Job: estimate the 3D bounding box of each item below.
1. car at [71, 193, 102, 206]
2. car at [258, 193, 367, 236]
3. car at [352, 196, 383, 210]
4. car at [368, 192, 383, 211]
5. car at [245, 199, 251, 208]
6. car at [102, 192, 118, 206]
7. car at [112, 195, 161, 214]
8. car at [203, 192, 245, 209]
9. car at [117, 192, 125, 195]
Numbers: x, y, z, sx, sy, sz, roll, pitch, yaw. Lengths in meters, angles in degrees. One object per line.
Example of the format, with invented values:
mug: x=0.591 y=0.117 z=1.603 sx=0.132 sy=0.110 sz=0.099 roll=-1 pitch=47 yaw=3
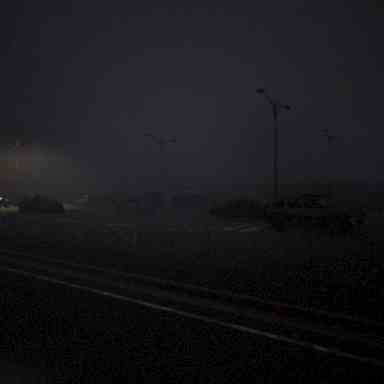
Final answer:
car: x=-14.392 y=1.197 z=44.513 sx=3.806 sy=1.475 sz=1.970 roll=0 pitch=0 yaw=34
car: x=6.003 y=1.062 z=16.754 sx=4.605 sy=1.855 sz=1.932 roll=0 pitch=0 yaw=34
car: x=20.392 y=1.183 z=37.702 sx=3.806 sy=1.475 sz=1.970 roll=0 pitch=0 yaw=34
car: x=18.746 y=0.957 z=35.319 sx=3.866 sy=1.878 sz=1.905 roll=0 pitch=0 yaw=34
car: x=5.973 y=1.123 z=47.560 sx=3.905 sy=1.438 sz=1.784 roll=0 pitch=0 yaw=34
car: x=-12.754 y=1.152 z=46.900 sx=3.905 sy=1.438 sz=1.784 roll=0 pitch=0 yaw=34
car: x=-5.195 y=1.249 z=31.218 sx=3.806 sy=1.475 sz=1.970 roll=0 pitch=0 yaw=34
car: x=4.282 y=0.926 z=45.206 sx=4.605 sy=1.855 sz=1.932 roll=0 pitch=0 yaw=34
car: x=-11.279 y=0.929 z=49.141 sx=4.605 sy=1.855 sz=1.932 roll=0 pitch=0 yaw=34
